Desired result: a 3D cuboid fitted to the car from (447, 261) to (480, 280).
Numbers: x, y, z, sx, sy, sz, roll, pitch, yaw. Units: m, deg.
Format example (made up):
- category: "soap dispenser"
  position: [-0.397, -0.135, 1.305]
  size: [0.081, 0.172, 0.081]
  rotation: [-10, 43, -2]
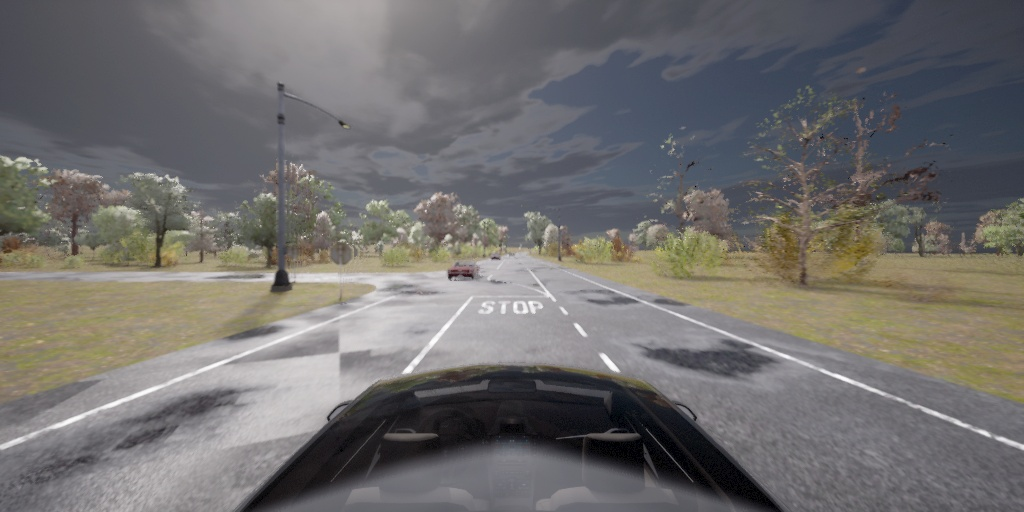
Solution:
- category: "car"
  position: [-3.458, 1.005, 26.192]
  size: [1.895, 1.301, 4.718]
  rotation: [0, 1, 0]
